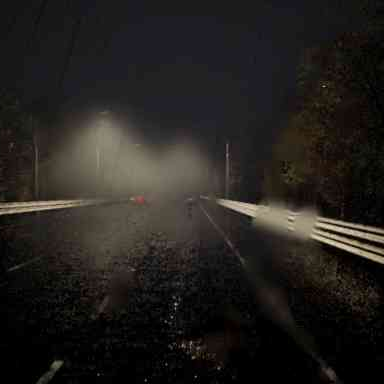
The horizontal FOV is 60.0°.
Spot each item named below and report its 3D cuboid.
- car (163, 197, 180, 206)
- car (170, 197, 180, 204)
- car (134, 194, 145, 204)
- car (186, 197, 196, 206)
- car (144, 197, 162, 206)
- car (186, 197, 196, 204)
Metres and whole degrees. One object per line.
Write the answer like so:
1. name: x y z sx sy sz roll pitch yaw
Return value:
1. car: -3.692 1.639 61.622 2.097 1.767 4.553 0 0 0
2. car: -3.728 1.838 73.240 1.994 1.385 4.181 0 0 0
3. car: -10.715 1.529 69.438 2.150 2.045 5.566 0 0 0
4. car: -0.191 1.846 61.278 2.033 1.411 5.357 0 0 0
5. car: -7.193 1.875 61.703 1.895 1.301 4.718 0 0 0
6. car: -0.228 1.825 73.289 2.128 1.511 4.902 0 0 0
